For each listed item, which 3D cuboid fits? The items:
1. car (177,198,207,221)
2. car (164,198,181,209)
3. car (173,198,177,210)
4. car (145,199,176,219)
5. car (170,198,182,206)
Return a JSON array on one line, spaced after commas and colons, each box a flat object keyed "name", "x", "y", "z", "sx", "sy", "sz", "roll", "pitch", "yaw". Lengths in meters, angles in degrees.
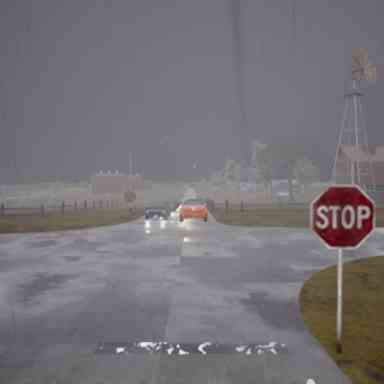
[{"name": "car", "x": 0.125, "y": 1.364, "z": 27.288, "sx": 2.097, "sy": 1.767, "sz": 4.553, "roll": 0, "pitch": 0, "yaw": 0}, {"name": "car", "x": -2.791, "y": 1.666, "z": 48.258, "sx": 2.033, "sy": 1.411, "sz": 5.357, "roll": 0, "pitch": 0, "yaw": 0}, {"name": "car", "x": -2.805, "y": 1.619, "z": 38.434, "sx": 1.994, "sy": 1.385, "sz": 4.181, "roll": 0, "pitch": 0, "yaw": 0}, {"name": "car", "x": -2.858, "y": 1.564, "z": 29.139, "sx": 2.033, "sy": 1.411, "sz": 5.357, "roll": 0, "pitch": 0, "yaw": 1}, {"name": "car", "x": -2.738, "y": 1.772, "z": 58.236, "sx": 1.994, "sy": 1.385, "sz": 4.181, "roll": 0, "pitch": -1, "yaw": 0}]
